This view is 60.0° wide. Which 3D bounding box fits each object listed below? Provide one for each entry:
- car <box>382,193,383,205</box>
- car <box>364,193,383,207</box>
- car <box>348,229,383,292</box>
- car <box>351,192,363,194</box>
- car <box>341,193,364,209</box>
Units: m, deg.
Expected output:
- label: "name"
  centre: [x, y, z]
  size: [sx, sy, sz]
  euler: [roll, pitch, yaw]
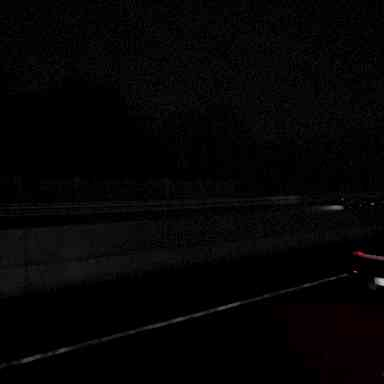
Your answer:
- label: "car"
  centre: [27.260, 0.877, 43.648]
  size: [4.902, 1.511, 2.128]
  euler: [-2, 1, -33]
- label: "car"
  centre: [17.312, 1.050, 28.693]
  size: [4.553, 1.767, 2.097]
  euler: [-1, 1, -34]
- label: "car"
  centre: [5.567, 1.464, 7.651]
  size: [4.902, 1.511, 2.128]
  euler: [0, 0, -35]
- label: "car"
  centre: [21.364, 0.848, 43.178]
  size: [4.553, 1.767, 2.097]
  euler: [-1, 1, -37]
- label: "car"
  centre: [16.847, 1.175, 32.599]
  size: [4.892, 1.490, 1.837]
  euler: [-1, 1, -34]
